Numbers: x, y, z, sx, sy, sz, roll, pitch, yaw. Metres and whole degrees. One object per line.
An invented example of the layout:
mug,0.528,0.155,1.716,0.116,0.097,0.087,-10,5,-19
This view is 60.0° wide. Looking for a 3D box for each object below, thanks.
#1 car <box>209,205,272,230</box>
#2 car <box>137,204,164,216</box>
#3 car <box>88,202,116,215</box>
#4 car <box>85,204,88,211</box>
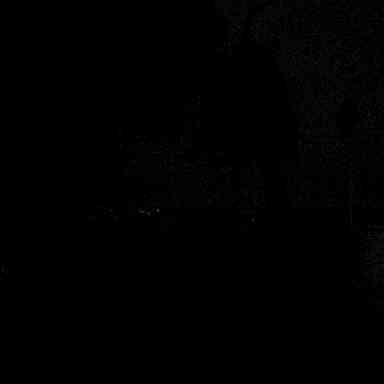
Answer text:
car,3.221,1.704,22.942,1.882,1.535,5.008,0,-1,-35
car,-5.040,2.141,39.852,1.994,1.385,4.181,0,-1,-35
car,-11.781,2.220,44.444,2.128,1.511,4.902,0,-1,-35
car,-16.520,2.465,56.214,1.882,1.535,5.008,0,-1,-35
